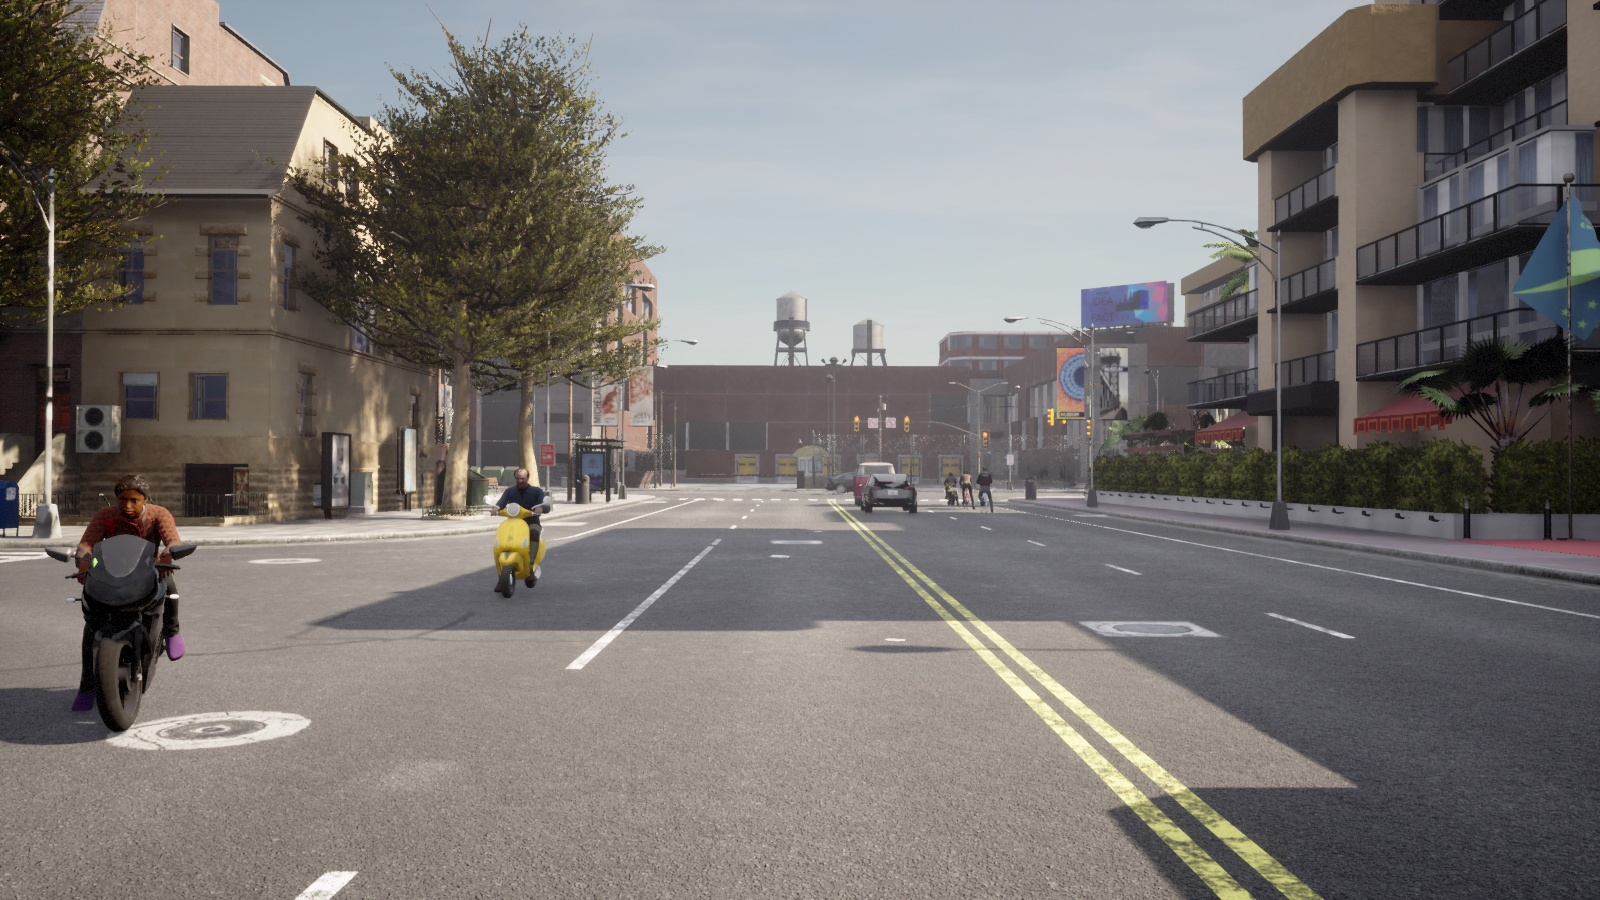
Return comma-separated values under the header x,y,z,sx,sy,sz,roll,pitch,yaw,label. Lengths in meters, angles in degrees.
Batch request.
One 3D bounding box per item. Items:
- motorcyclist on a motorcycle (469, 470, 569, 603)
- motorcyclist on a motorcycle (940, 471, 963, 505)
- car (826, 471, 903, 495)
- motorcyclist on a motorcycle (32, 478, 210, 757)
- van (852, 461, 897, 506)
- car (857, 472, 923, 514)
x,y,z,sx,sy,sz,roll,pitch,yaw,label
-3.536,1.050,15.958,0.866,1.590,1.817,0,-1,0,motorcyclist on a motorcycle
6.873,1.725,57.068,0.797,1.523,2.044,0,-1,0,motorcyclist on a motorcycle
4.244,2.171,83.296,5.008,1.535,1.882,0,-1,0,car
-4.264,0.948,8.029,0.797,1.523,2.044,0,-1,-23,motorcyclist on a motorcycle
3.369,1.512,57.213,1.775,1.987,4.442,0,-1,0,van
3.391,1.608,48.182,2.163,1.488,4.792,0,-1,0,car
